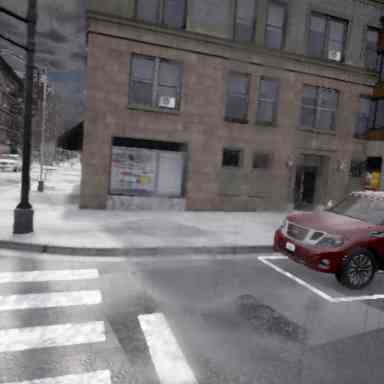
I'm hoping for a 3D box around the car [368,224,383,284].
[{"bbox_3d":[5.224,1.426,5.128,4.181,1.385,1.994,2,5,-19],"label":"car"}]

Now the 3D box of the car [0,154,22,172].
[{"bbox_3d":[-22.110,-3.543,40.375,2.150,2.045,5.566,3,4,-18],"label":"car"}]

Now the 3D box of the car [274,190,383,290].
[{"bbox_3d":[4.438,0.906,7.616,5.009,1.841,2.192,2,6,-18],"label":"car"}]
